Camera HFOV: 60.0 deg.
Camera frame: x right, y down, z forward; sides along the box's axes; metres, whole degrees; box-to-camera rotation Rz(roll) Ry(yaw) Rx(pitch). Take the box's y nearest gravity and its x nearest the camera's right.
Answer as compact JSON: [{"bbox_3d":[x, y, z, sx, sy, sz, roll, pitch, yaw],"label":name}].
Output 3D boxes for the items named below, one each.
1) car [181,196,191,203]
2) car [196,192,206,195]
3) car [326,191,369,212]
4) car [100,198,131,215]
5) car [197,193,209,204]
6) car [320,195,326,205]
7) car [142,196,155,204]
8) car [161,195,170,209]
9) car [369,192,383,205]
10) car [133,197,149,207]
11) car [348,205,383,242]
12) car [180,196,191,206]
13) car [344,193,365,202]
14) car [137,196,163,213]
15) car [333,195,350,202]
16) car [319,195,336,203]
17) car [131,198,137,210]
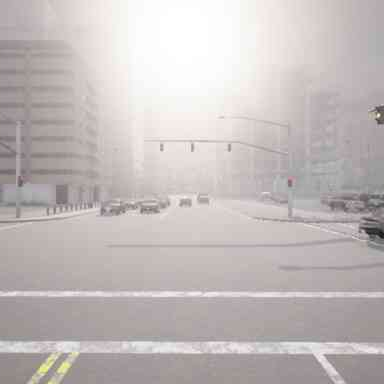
[{"bbox_3d":[-1.241,1.540,72.660,2.033,1.411,5.357,0,0,0],"label":"car"},{"bbox_3d":[2.219,1.050,74.446,2.150,2.045,5.566,0,0,0],"label":"car"},{"bbox_3d":[16.583,1.153,35.766,1.932,1.855,4.605,0,0,0],"label":"car"},{"bbox_3d":[-8.053,1.491,34.221,2.128,1.511,4.902,0,0,0],"label":"car"},{"bbox_3d":[2.299,1.476,64.641,1.882,1.535,5.008,0,0,0],"label":"car"},{"bbox_3d":[22.103,1.394,53.205,1.970,1.475,3.806,0,0,0],"label":"car"},{"bbox_3d":[-8.241,1.476,63.488,1.882,1.535,5.008,0,0,0],"label":"car"},{"bbox_3d":[-4.647,1.351,45.988,2.097,1.767,4.553,0,0,-1],"label":"car"},{"bbox_3d":[19.478,1.155,35.725,1.905,1.878,3.866,0,0,0],"label":"car"},{"bbox_3d":[-8.205,1.563,53.365,1.994,1.385,4.181,0,0,-1],"label":"car"},{"bbox_3d":[9.797,1.491,14.348,4.902,1.511,2.128,0,0,0],"label":"car"},{"bbox_3d":[-1.029,1.490,55.690,2.128,1.511,4.902,0,0,0],"label":"car"},{"bbox_3d":[33.379,1.152,68.409,1.932,1.855,4.605,0,0,0],"label":"car"},{"bbox_3d":[-4.575,1.504,36.845,1.837,1.490,4.892,0,0,0],"label":"car"},{"bbox_3d":[30.696,1.362,68.346,1.784,1.438,3.905,0,0,0],"label":"car"},{"bbox_3d":[27.801,1.394,68.333,1.970,1.475,3.806,0,0,0],"label":"car"},{"bbox_3d":[-8.120,1.525,43.370,1.812,1.442,4.674,0,0,0],"label":"car"}]
